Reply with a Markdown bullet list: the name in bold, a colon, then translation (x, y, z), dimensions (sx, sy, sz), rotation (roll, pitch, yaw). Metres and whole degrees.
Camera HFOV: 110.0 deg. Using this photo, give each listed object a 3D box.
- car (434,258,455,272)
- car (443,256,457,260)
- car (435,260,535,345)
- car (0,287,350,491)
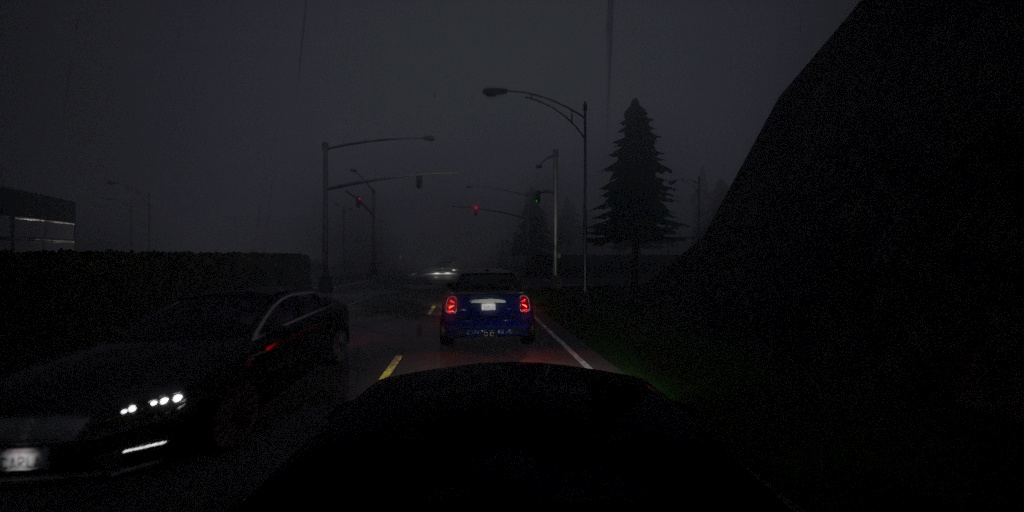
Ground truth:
- **car**: translation (-8.553, 1.314, 44.818), dimensions (1.994, 1.385, 4.181), rotation (0, 0, -7)
- **car**: translation (-9.960, 0.972, 56.807), dimensions (2.150, 2.045, 5.566), rotation (0, 0, -7)
- **car**: translation (-0.730, 1.102, 9.739), dimensions (2.097, 1.767, 4.553), rotation (0, 0, -6)
- **car**: translation (-3.883, 1.242, 5.089), dimensions (2.128, 1.511, 4.902), rotation (0, 0, -6)
